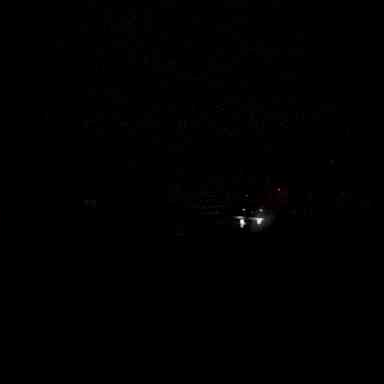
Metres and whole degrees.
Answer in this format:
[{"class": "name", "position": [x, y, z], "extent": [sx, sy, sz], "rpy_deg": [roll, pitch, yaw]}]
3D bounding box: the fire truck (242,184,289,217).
[{"class": "fire truck", "position": [9.335, 0.965, 41.326], "extent": [2.891, 3.827, 8.468], "rpy_deg": [0, -1, 35]}]
